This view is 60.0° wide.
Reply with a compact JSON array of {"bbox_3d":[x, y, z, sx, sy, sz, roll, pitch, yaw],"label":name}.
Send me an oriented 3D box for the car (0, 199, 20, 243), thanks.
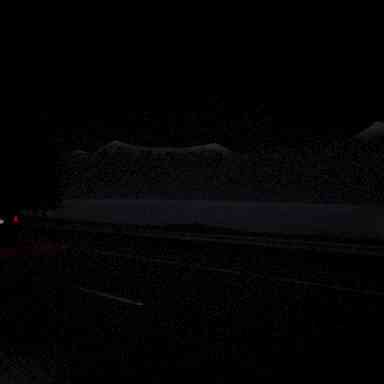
[{"bbox_3d":[-10.278,1.351,15.458,5.566,2.045,2.150,0,0,33],"label":"car"}]
